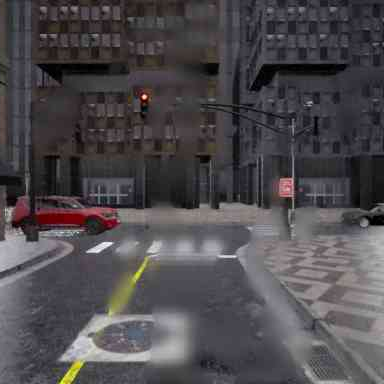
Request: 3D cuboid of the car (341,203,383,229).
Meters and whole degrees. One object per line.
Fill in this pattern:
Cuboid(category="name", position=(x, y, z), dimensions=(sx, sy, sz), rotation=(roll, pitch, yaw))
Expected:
Cuboid(category="car", position=(12.058, 1.458, 21.032), dimensions=(5.008, 1.535, 1.882), rotation=(0, 0, 1))

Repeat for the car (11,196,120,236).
Cuboid(category="car", position=(-6.766, 1.228, 18.060), dimensions=(5.566, 2.045, 2.150), rotation=(0, 0, 1))
